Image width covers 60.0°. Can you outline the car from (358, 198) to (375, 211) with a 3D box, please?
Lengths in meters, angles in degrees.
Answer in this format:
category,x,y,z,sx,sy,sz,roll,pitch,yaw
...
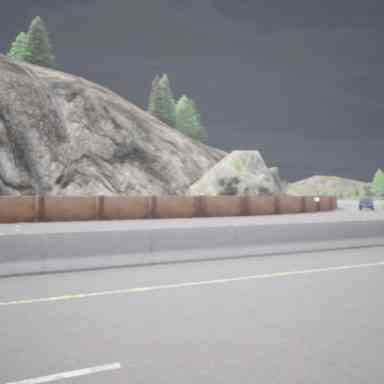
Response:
category,x,y,z,sx,sy,sz,roll,pitch,yaw
car,29.233,1.994,55.624,2.150,2.045,5.566,0,-1,29
